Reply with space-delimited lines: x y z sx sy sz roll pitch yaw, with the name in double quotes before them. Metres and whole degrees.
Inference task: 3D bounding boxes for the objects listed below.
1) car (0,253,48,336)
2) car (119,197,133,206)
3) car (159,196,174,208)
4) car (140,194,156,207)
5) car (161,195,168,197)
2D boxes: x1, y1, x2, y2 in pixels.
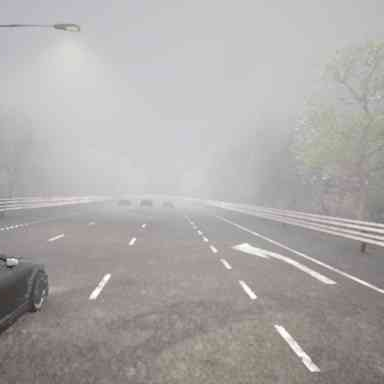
"car" -3.639 1.443 4.748 1.994 1.385 4.181 2 0 -4
"car" -10.922 1.542 54.808 1.812 1.442 4.674 2 -1 -4
"car" -3.937 1.866 55.184 2.033 1.411 5.357 2 -1 -4
"car" -7.432 1.645 55.025 1.882 1.535 5.008 2 -1 -4
"car" -5.123 1.979 70.868 1.994 1.385 4.181 2 -1 -4
